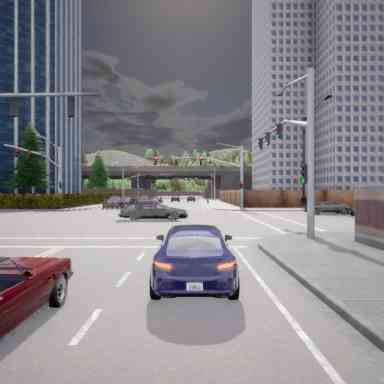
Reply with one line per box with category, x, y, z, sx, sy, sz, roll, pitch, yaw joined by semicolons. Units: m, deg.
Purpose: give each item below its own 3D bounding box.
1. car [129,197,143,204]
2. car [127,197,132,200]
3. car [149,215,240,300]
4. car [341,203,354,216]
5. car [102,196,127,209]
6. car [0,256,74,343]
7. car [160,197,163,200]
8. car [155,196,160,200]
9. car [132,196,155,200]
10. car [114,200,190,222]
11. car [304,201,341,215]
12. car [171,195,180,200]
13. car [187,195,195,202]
car;-10.706;1.601;63.530;1.895;1.301;4.718;0;0;0
car;-10.723;1.491;54.307;2.128;1.511;4.902;0;0;0
car;0.058;1.526;8.252;1.812;1.442;4.674;0;0;0
car;16.215;1.564;29.966;4.181;1.385;1.994;0;0;0
car;-10.710;1.352;45.347;2.097;1.767;4.553;0;0;0
car;-3.452;1.601;4.982;1.895;1.301;4.718;0;0;0
car;-7.169;1.564;68.866;1.994;1.385;4.181;0;0;0
car;-7.222;1.601;58.819;1.895;1.301;4.718;0;0;0
car;-7.217;1.352;49.837;2.097;1.767;4.553;0;0;0
car;-3.013;1.547;26.106;5.357;1.411;2.033;0;0;-1
car;13.548;1.564;33.472;4.181;1.385;1.994;0;0;0
car;-3.684;1.501;74.519;1.812;1.442;4.674;0;0;0
car;-0.184;1.477;74.528;1.837;1.490;4.892;0;0;0
